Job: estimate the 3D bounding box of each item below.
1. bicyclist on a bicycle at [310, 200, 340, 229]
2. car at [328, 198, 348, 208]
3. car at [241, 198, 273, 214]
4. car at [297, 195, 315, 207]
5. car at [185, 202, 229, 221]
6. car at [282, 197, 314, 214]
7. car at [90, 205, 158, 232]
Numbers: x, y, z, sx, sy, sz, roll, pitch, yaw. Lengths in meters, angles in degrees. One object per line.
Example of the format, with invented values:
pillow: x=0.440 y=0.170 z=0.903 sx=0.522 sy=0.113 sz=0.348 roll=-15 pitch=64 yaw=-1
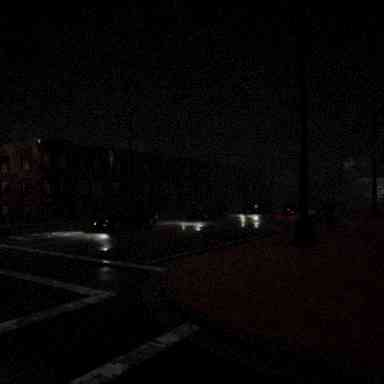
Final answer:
bicyclist on a bicycle: x=7.645 y=1.295 z=19.177 sx=1.656 sy=1.620 sz=0.582 roll=-1 pitch=-1 yaw=37
car: x=22.411 y=1.635 z=50.994 sx=2.033 sy=1.411 sz=5.357 roll=-1 pitch=-1 yaw=37
car: x=7.269 y=1.486 z=36.956 sx=2.097 sy=1.767 sz=4.553 roll=-1 pitch=-1 yaw=37
car: x=16.452 y=1.461 z=49.040 sx=2.150 sy=2.045 sz=5.566 roll=-1 pitch=-1 yaw=37
car: x=1.365 y=1.611 z=29.101 sx=1.882 sy=1.535 sz=5.008 roll=-1 pitch=-1 yaw=37
car: x=11.381 y=1.612 z=36.285 sx=1.812 sy=1.442 sz=4.674 roll=-1 pitch=-1 yaw=37
car: x=-4.281 y=1.637 z=21.581 sx=1.837 sy=1.490 sz=4.892 roll=-1 pitch=-1 yaw=37
